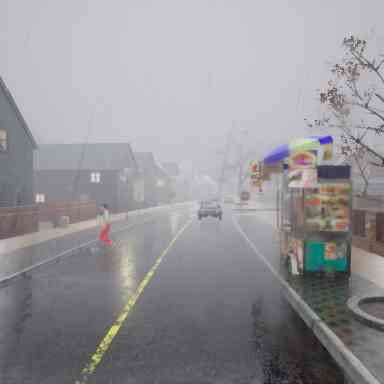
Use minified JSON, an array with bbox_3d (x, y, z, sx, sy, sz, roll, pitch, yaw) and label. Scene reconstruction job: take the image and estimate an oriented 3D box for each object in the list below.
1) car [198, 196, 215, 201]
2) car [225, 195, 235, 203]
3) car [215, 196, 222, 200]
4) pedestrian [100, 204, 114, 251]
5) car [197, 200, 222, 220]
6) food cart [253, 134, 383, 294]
[{"bbox_3d":[2.112,1.520,54.340,2.033,1.411,5.357,0,0,10],"label":"car"},{"bbox_3d":[7.878,1.452,68.785,1.882,1.535,5.008,0,0,12],"label":"car"},{"bbox_3d":[5.021,1.562,69.254,1.895,1.301,4.718,0,0,12],"label":"car"},{"bbox_3d":[-3.278,1.287,12.654,0.375,1.860,0.375,-1,1,4],"label":"pedestrian"},{"bbox_3d":[1.617,1.590,28.179,1.895,1.301,4.718,0,0,6],"label":"car"},{"bbox_3d":[3.296,0.464,9.791,2.280,3.560,4.660,1,1,2],"label":"food cart"}]
